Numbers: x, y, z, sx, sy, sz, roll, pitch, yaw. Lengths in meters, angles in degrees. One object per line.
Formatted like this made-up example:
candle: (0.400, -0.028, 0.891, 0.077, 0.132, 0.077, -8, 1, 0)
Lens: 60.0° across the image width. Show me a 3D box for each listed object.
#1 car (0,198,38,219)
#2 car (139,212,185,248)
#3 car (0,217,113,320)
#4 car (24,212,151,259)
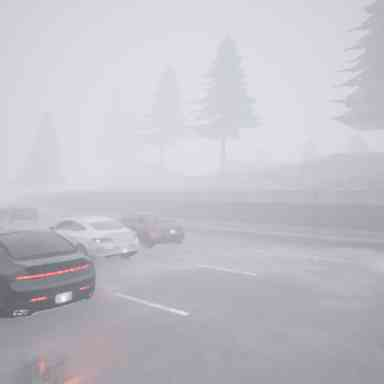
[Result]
car: (-13.548, 1.525, 25.758, 1.882, 1.535, 5.008, 0, 0, -43)
car: (-2.301, 1.599, 14.903, 4.181, 1.385, 1.994, 0, 0, 41)
car: (-4.023, 1.520, 7.159, 4.892, 1.490, 1.837, 0, 0, 40)
car: (-3.789, 1.552, 11.550, 4.674, 1.442, 1.812, -1, -1, 40)
